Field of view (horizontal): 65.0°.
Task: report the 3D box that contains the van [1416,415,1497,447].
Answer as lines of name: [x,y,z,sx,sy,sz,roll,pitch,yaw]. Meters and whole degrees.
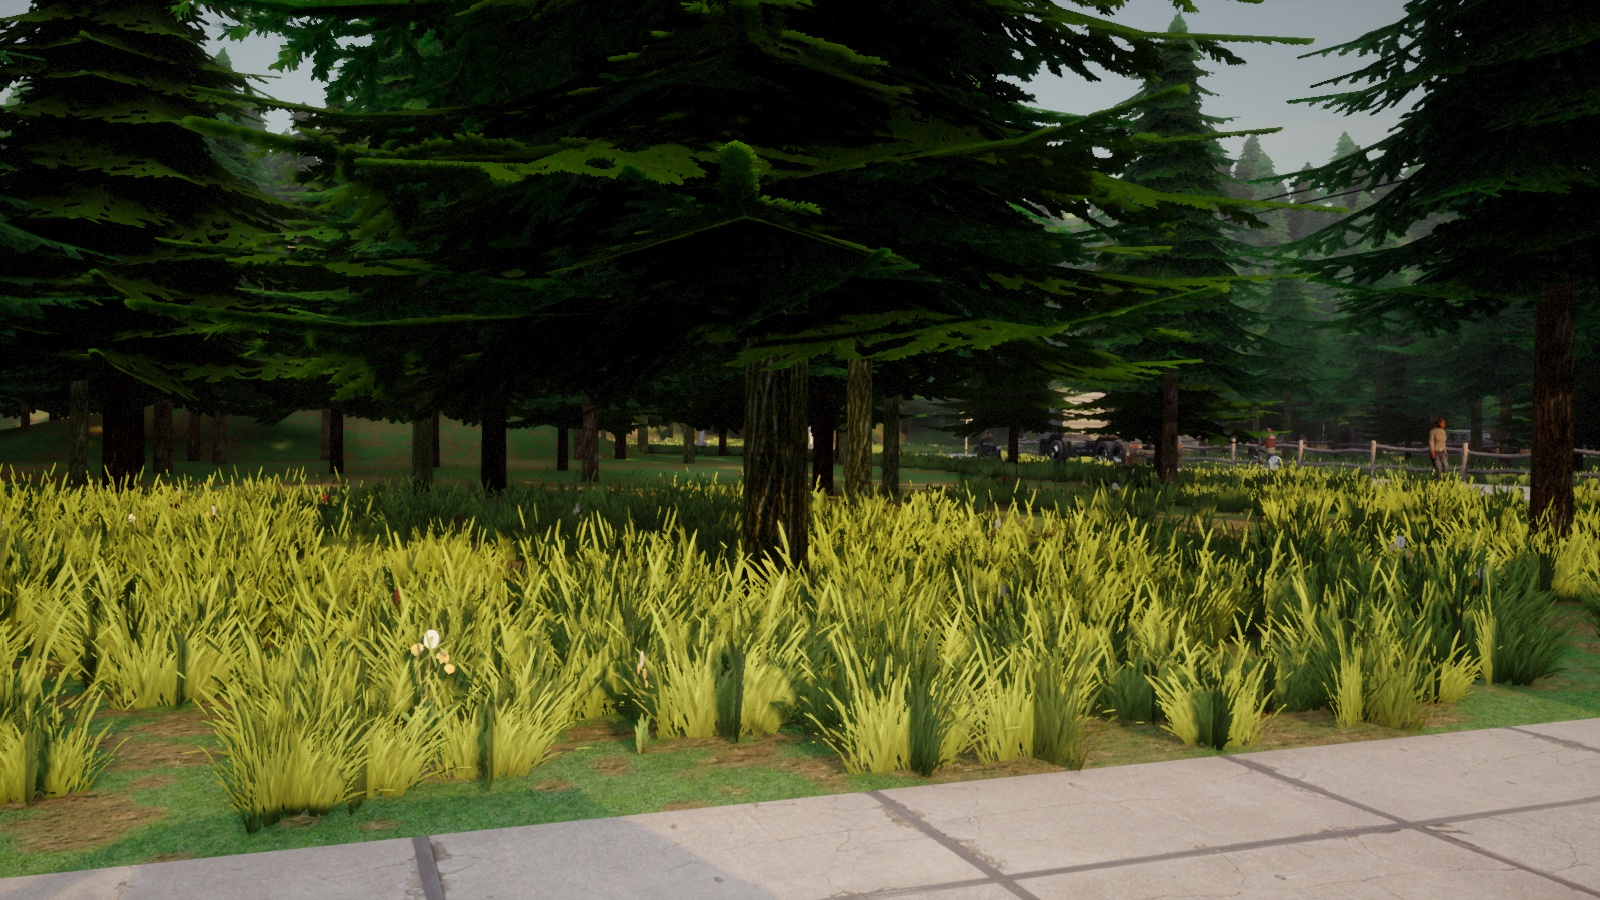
van: [41.199,-1.177,78.815,4.442,1.987,1.775,0,1,28]

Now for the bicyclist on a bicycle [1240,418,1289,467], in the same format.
bicyclist on a bicycle: [17.103,-0.295,46.264,0.659,1.776,1.843,-1,1,-20]

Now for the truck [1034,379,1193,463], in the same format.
truck: [13.707,-1.266,55.758,2.891,3.462,7.936,-1,1,-20]

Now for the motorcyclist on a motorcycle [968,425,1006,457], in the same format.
motorcyclist on a motorcycle: [9.816,-0.459,66.049,0.766,1.649,2.350,-1,1,-25]

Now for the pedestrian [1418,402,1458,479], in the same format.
pedestrian: [15.286,-0.232,30.112,0.328,1.805,0.869,-1,1,-19]
